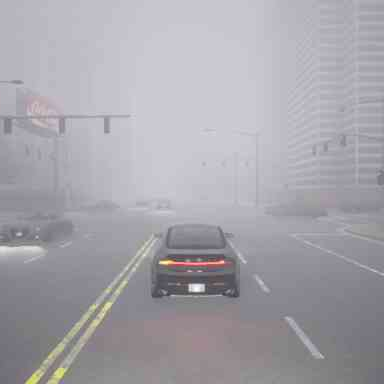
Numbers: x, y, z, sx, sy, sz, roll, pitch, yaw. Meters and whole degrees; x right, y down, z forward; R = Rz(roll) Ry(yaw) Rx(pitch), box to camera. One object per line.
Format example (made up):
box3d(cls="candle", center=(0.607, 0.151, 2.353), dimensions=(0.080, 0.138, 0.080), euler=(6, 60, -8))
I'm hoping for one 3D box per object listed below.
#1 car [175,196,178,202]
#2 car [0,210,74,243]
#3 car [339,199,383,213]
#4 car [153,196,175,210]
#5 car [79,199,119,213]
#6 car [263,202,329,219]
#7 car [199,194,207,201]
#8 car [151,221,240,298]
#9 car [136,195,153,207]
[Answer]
box3d(cls="car", center=(-3.960, 1.525, 58.016), dimensions=(1.812, 1.442, 4.674), euler=(0, 0, 0))
box3d(cls="car", center=(-7.200, 1.564, 15.835), dimensions=(1.994, 1.385, 4.181), euler=(0, 0, 0))
box3d(cls="car", center=(18.443, 1.477, 35.713), dimensions=(5.008, 1.535, 1.882), euler=(0, 0, -1))
box3d(cls="car", center=(-3.572, 1.491, 42.468), dimensions=(2.128, 1.511, 4.902), euler=(0, 0, -5))
box3d(cls="car", center=(-10.361, 1.525, 37.437), dimensions=(1.812, 1.442, 4.674), euler=(1, 1, 41))
box3d(cls="car", center=(8.892, 1.547, 28.830), dimensions=(5.357, 1.411, 2.033), euler=(0, 0, 10))
box3d(cls="car", center=(2.912, 1.355, 88.755), dimensions=(2.097, 1.767, 4.553), euler=(0, 0, 0))
box3d(cls="car", center=(0.055, 1.505, 8.498), dimensions=(1.837, 1.490, 4.892), euler=(0, 0, -1))
box3d(cls="car", center=(-7.428, 1.600, 51.218), dimensions=(1.895, 1.301, 4.718), euler=(0, 0, 0))
